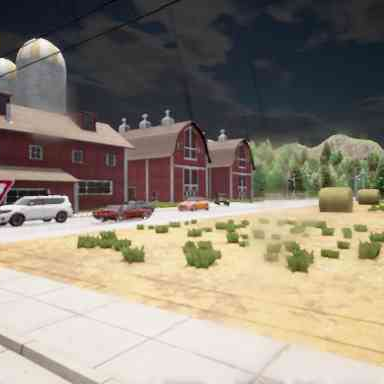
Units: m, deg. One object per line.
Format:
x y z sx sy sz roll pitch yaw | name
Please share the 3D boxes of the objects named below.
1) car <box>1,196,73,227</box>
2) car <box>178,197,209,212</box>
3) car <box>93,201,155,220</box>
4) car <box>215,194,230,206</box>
-11.376 1.313 24.015 2.150 2.045 5.566 0 0 35 | car
0.216 1.446 40.679 2.097 1.767 4.553 0 0 35 | car
-5.339 1.674 26.164 1.895 1.301 4.718 0 0 34 | car
4.961 1.261 54.703 1.905 1.878 3.866 6 1 -8 | car
